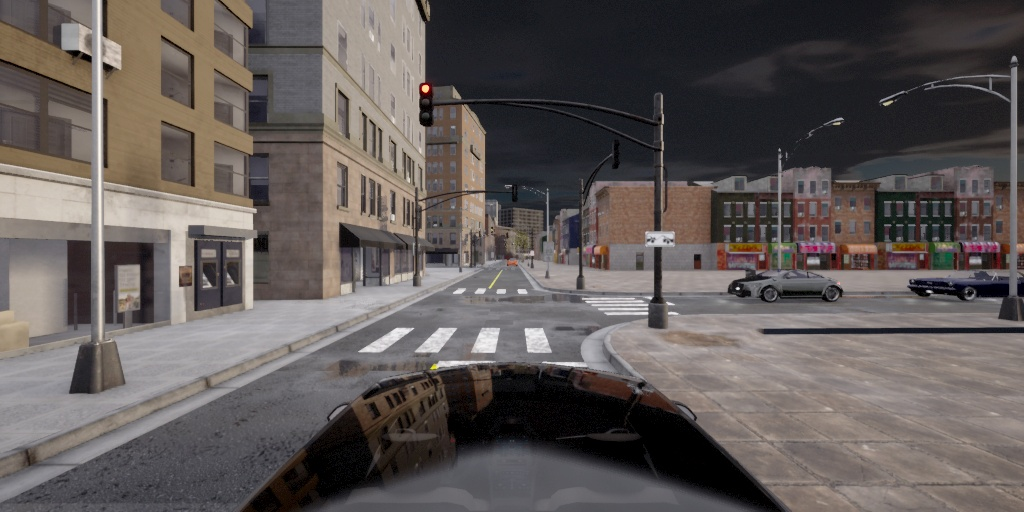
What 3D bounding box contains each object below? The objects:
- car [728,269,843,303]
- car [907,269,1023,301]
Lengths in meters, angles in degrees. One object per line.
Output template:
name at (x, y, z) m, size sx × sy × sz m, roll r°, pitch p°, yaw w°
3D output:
car at (12.036, 1.261, 15.957) m, size 4.181 × 1.385 × 1.994 m, roll 0°, pitch 0°, yaw 0°
car at (20.822, 1.265, 16.007) m, size 4.718 × 1.301 × 1.895 m, roll 0°, pitch 0°, yaw 0°
